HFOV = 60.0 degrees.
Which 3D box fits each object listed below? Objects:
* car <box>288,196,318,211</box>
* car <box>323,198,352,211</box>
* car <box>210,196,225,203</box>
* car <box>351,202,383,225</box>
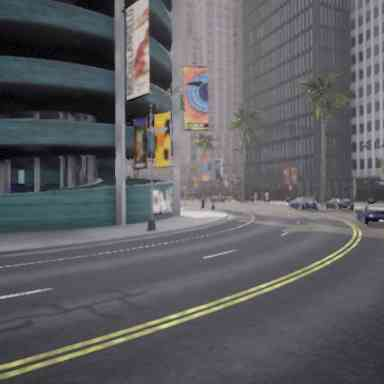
[{"bbox_3d":[14.081,1.415,42.507,2.097,1.767,4.553,-1,0,-8],"label":"car"},{"bbox_3d":[17.879,1.530,40.748,1.837,1.490,4.892,0,0,-6],"label":"car"},{"bbox_3d":[6.031,1.760,78.735,2.231,1.521,4.892,0,0,-26],"label":"car"},{"bbox_3d":[13.068,1.596,23.908,1.895,1.301,4.718,-1,0,17],"label":"car"}]
